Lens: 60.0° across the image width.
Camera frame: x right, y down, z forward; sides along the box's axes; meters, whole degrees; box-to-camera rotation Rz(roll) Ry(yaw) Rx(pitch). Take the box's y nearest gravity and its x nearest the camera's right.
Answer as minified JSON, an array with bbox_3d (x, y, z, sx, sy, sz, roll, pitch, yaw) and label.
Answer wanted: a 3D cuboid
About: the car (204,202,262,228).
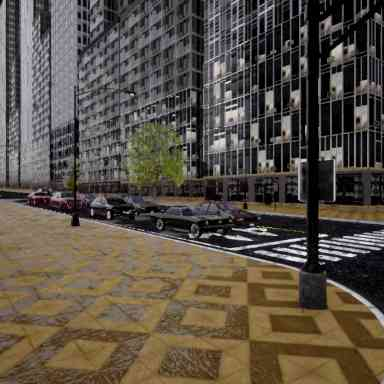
[{"bbox_3d":[1.618,1.289,19.682,2.033,1.411,5.357,0,1,-36],"label":"car"}]

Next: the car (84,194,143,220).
[{"bbox_3d":[-5.696,1.110,23.671,1.837,1.490,4.892,0,1,-38],"label":"car"}]

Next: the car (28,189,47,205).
[{"bbox_3d":[-18.125,0.712,39.593,1.882,1.535,5.008,0,1,-37],"label":"car"}]

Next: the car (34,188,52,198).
[{"bbox_3d":[-28.519,0.111,63.692,2.097,1.767,4.553,0,1,-38],"label":"car"}]

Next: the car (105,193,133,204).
[{"bbox_3d":[-9.973,0.835,45.250,1.895,1.301,4.718,0,1,-38],"label":"car"}]

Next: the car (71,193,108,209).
[{"bbox_3d":[-11.161,0.911,35.912,2.033,1.411,5.357,0,1,-38],"label":"car"}]

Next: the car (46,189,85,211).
[{"bbox_3d":[-11.814,0.776,31.472,2.097,1.767,4.553,0,1,-38],"label":"car"}]

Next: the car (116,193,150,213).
[{"bbox_3d":[-4.655,1.104,27.614,2.033,1.411,5.357,0,1,-37],"label":"car"}]

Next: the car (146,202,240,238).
[{"bbox_3d":[-0.105,1.372,16.562,1.895,1.301,4.718,0,1,-38],"label":"car"}]
